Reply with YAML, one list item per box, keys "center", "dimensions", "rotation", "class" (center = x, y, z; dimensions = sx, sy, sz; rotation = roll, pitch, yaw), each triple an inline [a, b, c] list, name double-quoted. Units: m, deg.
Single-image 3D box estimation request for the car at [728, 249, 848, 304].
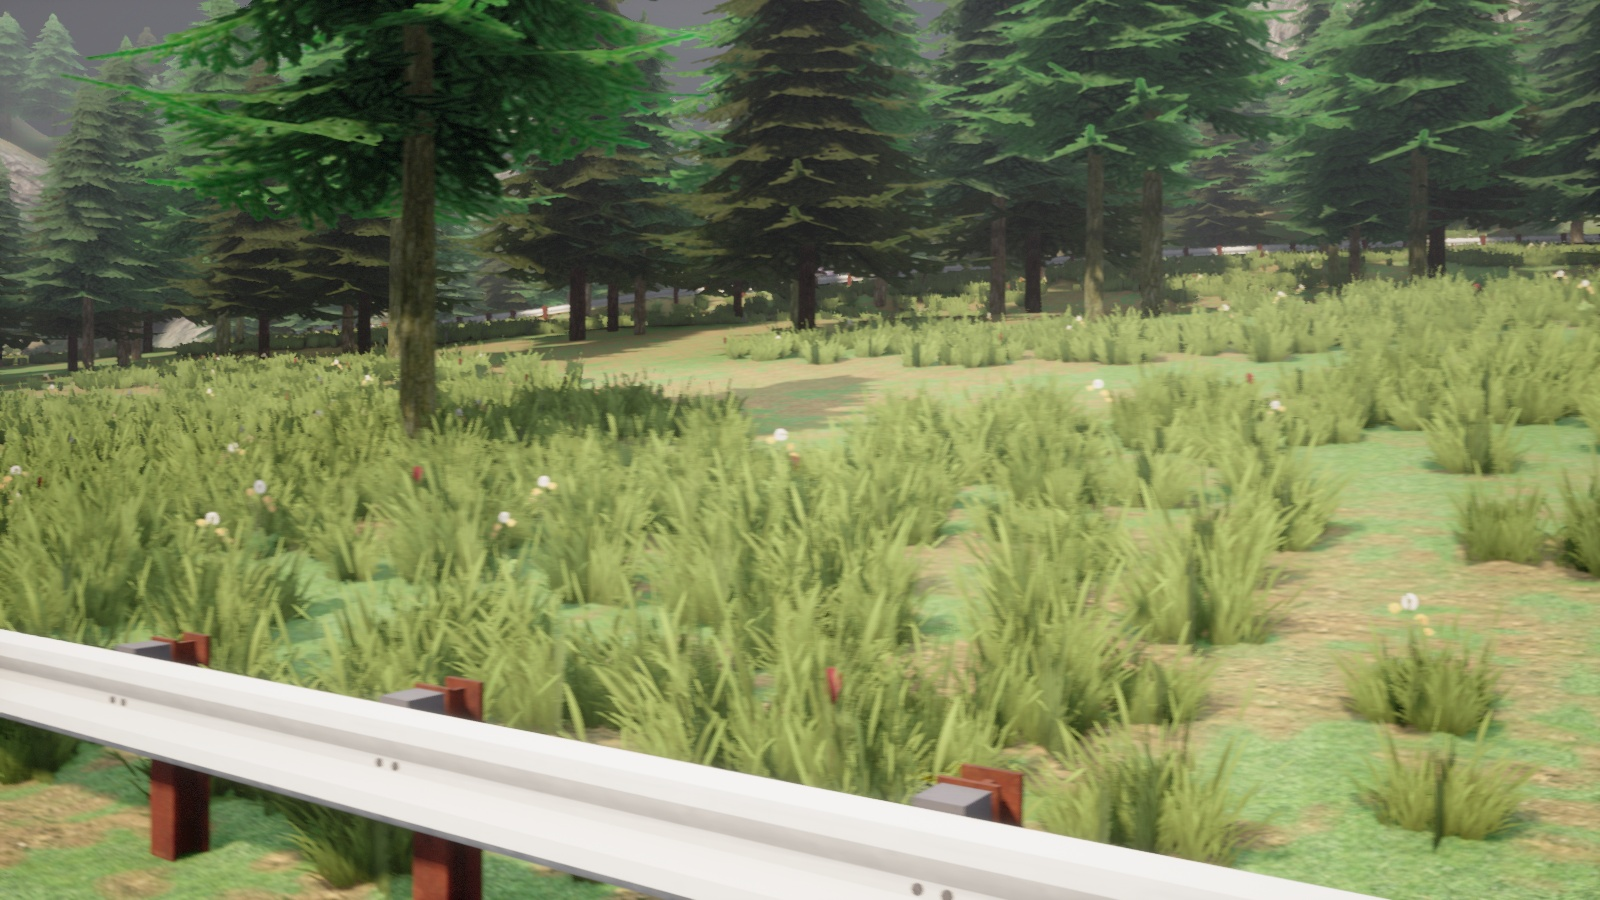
- center: [-0.513, -7.640, 55.524]
  dimensions: [4.856, 1.649, 2.033]
  rotation: [-5, 0, 11]
  class: "car"
